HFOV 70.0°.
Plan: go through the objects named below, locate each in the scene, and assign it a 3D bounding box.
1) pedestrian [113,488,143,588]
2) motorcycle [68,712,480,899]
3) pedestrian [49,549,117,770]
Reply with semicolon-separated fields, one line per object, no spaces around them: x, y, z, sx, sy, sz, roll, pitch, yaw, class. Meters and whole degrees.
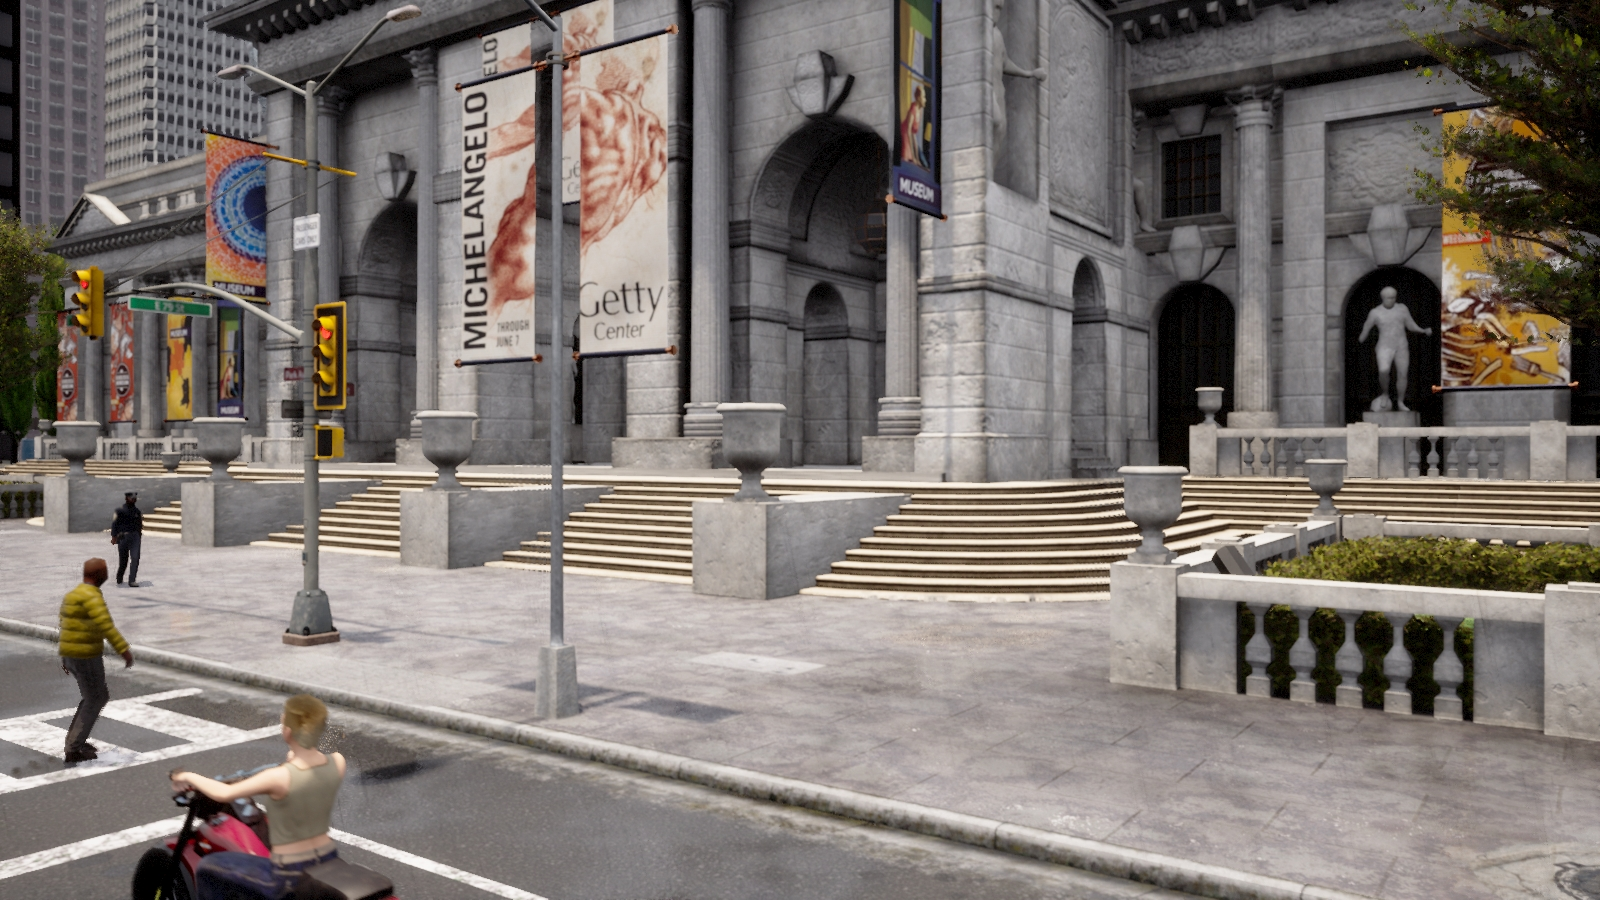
-12.720;1.650;21.631;0.375;1.860;0.375;0;0;38;pedestrian
-2.661;2.157;5.640;2.356;1.277;0.764;0;0;35;motorcycle
-6.331;1.825;10.093;0.375;1.860;0.375;0;0;31;pedestrian
